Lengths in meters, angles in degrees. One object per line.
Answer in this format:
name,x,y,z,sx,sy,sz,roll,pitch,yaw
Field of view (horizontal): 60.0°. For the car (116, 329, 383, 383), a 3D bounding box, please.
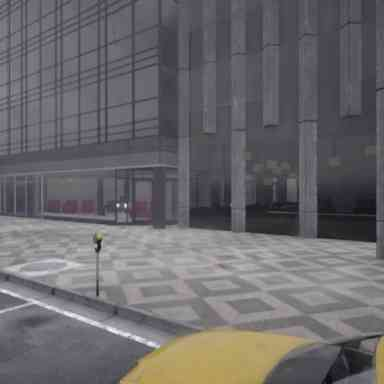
car,1.513,1.525,2.002,4.829,1.417,1.752,0,0,36
